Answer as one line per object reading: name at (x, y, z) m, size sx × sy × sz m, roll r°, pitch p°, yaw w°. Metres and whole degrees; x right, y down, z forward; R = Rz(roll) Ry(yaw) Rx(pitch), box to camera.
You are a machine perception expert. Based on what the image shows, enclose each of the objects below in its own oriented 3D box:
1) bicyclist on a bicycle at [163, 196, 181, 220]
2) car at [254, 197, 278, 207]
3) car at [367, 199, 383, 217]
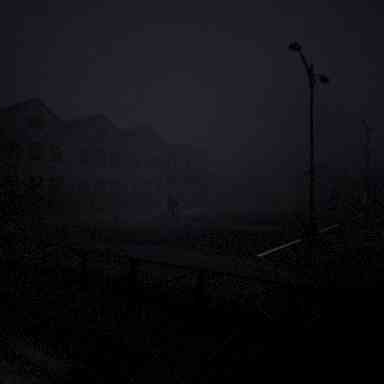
bicyclist on a bicycle at (-1.399, 1.109, 23.069) m, size 1.656 × 1.620 × 0.582 m, roll 0°, pitch 0°, yaw 35°
car at (10.445, 1.356, 46.692) m, size 2.033 × 1.411 × 5.357 m, roll 0°, pitch 0°, yaw 33°
car at (15.424, 1.298, 26.815) m, size 2.007 × 1.523 × 4.514 m, roll 0°, pitch 0°, yaw 35°
